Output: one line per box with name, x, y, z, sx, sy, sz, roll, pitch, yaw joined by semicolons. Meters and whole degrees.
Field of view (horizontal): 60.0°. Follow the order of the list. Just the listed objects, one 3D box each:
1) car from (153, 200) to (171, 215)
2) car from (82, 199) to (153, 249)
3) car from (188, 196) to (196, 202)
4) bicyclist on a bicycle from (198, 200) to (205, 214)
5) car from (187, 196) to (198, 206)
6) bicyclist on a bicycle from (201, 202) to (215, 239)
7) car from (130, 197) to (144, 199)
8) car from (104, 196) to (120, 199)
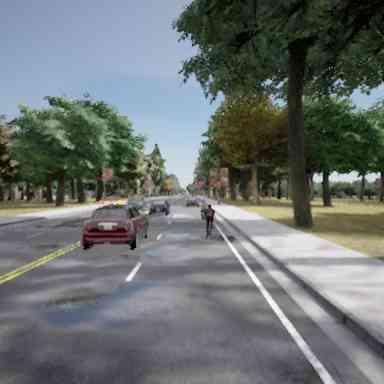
car;-3.157;1.506;33.438;1.812;1.442;4.674;0;0;0
car;-3.154;1.345;14.599;2.097;1.767;4.553;0;0;0
car;-0.014;1.585;73.820;1.895;1.301;4.718;0;0;0
bicyclist on a bicycle;0.905;1.423;25.825;0.866;1.612;1.509;0;0;0
car;0.089;1.522;52.355;2.033;1.411;5.357;0;0;0
bicyclist on a bicycle;0.890;1.446;16.486;0.582;1.620;1.656;0;0;0
car;-6.593;1.329;39.238;2.097;1.767;4.553;0;0;0
car;-9.843;1.328;40.325;2.097;1.767;4.553;0;0;0
